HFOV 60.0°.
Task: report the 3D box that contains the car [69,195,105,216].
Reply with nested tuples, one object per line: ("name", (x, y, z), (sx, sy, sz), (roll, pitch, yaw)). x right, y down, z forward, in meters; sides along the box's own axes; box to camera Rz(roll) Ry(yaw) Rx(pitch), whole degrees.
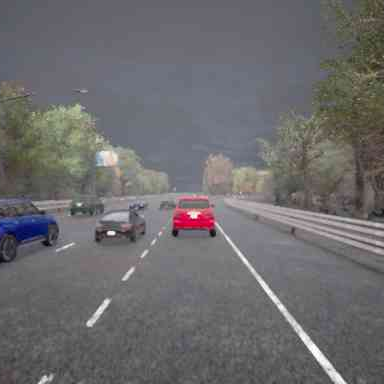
("car", (-10.400, 1.306, 33.316), (2.150, 2.045, 5.566), (0, 0, 0))

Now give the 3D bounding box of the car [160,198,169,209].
("car", (-3.398, 1.623, 46.842), (1.837, 1.490, 4.892), (0, 0, 0))

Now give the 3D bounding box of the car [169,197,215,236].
("car", (0.098, 1.269, 18.794), (2.150, 2.045, 5.566), (0, 0, 0))

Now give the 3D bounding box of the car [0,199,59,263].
("car", (-6.900, 1.253, 12.192), (2.150, 2.045, 5.566), (0, 0, 0))

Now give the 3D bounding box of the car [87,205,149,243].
("car", (-3.400, 1.566, 16.303), (1.812, 1.442, 4.674), (0, 0, 0))

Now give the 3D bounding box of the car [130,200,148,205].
("car", (-6.898, 1.710, 43.805), (1.895, 1.301, 4.718), (0, 0, 0))

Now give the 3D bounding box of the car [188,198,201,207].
("car", (0.473, 1.696, 53.378), (1.994, 1.385, 4.181), (0, 0, 3))
